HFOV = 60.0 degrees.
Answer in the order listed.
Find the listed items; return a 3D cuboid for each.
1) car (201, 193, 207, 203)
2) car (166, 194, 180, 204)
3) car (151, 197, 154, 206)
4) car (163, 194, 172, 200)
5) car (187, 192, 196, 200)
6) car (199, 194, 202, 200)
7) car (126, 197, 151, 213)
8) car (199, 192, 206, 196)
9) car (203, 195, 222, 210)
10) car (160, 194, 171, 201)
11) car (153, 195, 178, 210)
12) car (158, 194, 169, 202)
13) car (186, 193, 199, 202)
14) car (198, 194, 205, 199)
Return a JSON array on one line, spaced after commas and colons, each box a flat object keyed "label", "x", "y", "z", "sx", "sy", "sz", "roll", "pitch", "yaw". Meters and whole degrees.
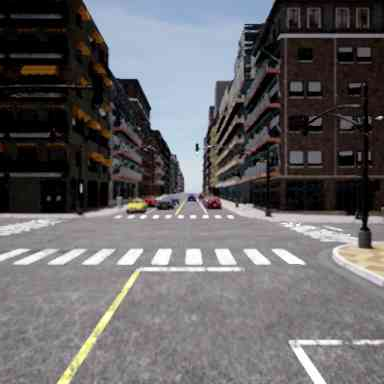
[{"label": "car", "x": 2.643, "y": 1.253, "z": 45.972, "sx": 1.967, "sy": 1.590, "sz": 4.097, "roll": 1, "pitch": 0, "yaw": 0}, {"label": "car", "x": -3.121, "y": 1.337, "z": 55.931, "sx": 1.994, "sy": 1.385, "sz": 4.181, "roll": 0, "pitch": 0, "yaw": 0}, {"label": "car", "x": -5.739, "y": 1.357, "z": 45.976, "sx": 1.887, "sy": 1.381, "sz": 4.507, "roll": 1, "pitch": 0, "yaw": 0}, {"label": "car", "x": -5.778, "y": 1.228, "z": 79.117, "sx": 1.887, "sy": 1.381, "sz": 4.507, "roll": 1, "pitch": 0, "yaw": 0}, {"label": "car", "x": -0.092, "y": 0.979, "z": 76.682, "sx": 2.097, "sy": 1.767, "sz": 4.553, "roll": 0, "pitch": 0, "yaw": 0}, {"label": "car", "x": 2.629, "y": 1.351, "z": 57.020, "sx": 1.802, "sy": 1.307, "sz": 4.206, "roll": 1, "pitch": 0, "yaw": 0}, {"label": "car", "x": -5.724, "y": 1.383, "z": 34.760, "sx": 1.752, "sy": 1.417, "sz": 4.829, "roll": 1, "pitch": 0, "yaw": 0}, {"label": "car", "x": 2.605, "y": 0.999, "z": 79.113, "sx": 2.192, "sy": 1.841, "sz": 5.009, "roll": 1, "pitch": 0, "yaw": 0}, {"label": "car", "x": 2.649, "y": 1.380, "z": 40.449, "sx": 1.887, "sy": 1.381, "sz": 4.507, "roll": 1, "pitch": 0, "yaw": 0}, {"label": "car", "x": -5.772, "y": 1.255, "z": 73.594, "sx": 2.008, "sy": 1.369, "sz": 4.403, "roll": 1, "pitch": 0, "yaw": 0}, {"label": "car", "x": -3.134, "y": 1.401, "z": 39.767, "sx": 1.994, "sy": 1.385, "sz": 4.181, "roll": 0, "pitch": 0, "yaw": 0}, {"label": "car", "x": -5.765, "y": 1.252, "z": 67.900, "sx": 1.752, "sy": 1.417, "sz": 4.829, "roll": 1, "pitch": 0, "yaw": 0}, {"label": "car", "x": -0.079, "y": 1.257, "z": 66.706, "sx": 1.812, "sy": 1.442, "sz": 4.674, "roll": 0, "pitch": 0, "yaw": 0}, {"label": "car", "x": 2.590, "y": 1.208, "z": 90.160, "sx": 1.947, "sy": 1.339, "sz": 4.313, "roll": 1, "pitch": 0, "yaw": 0}]
